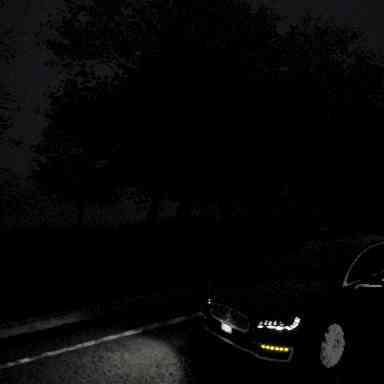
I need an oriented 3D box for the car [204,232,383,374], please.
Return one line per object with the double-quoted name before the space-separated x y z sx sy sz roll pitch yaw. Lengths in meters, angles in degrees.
"car" 2.429 1.509 5.705 4.892 1.490 1.837 0 0 -35
